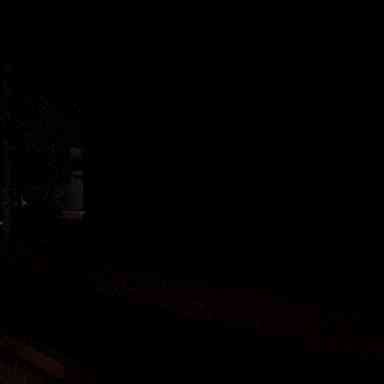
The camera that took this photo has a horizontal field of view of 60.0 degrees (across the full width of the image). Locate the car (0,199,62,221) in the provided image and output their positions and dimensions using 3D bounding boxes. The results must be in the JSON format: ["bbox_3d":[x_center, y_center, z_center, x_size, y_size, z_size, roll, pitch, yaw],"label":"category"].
[{"bbox_3d":[-13.128,1.525,27.613,1.812,1.442,4.674,0,0,34],"label":"car"}]

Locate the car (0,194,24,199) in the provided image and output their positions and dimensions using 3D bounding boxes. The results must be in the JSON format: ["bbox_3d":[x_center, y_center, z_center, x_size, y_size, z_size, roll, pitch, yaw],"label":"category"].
[{"bbox_3d":[-16.963,1.221,28.169,2.150,2.045,5.566,0,0,35],"label":"car"}]
